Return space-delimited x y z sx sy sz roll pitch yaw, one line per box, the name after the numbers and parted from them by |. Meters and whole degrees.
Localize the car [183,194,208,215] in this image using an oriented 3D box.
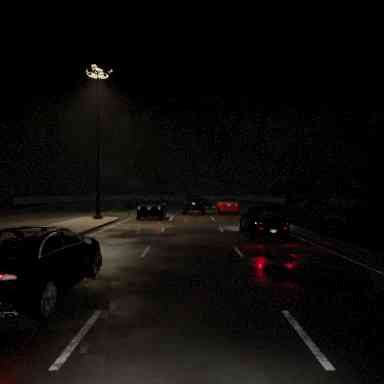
0.259 1.220 34.290 2.150 2.045 5.566 0 0 2 | car

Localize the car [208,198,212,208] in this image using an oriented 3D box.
1.513 1.491 44.102 2.128 1.511 4.902 0 0 12 | car

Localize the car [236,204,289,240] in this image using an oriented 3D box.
3.601 1.525 17.000 1.812 1.442 4.674 0 0 0 | car

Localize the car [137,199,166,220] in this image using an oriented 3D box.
-3.376 1.350 28.462 2.097 1.767 4.553 0 0 0 | car

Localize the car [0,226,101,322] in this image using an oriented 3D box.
-3.399 1.491 7.211 2.128 1.511 4.902 0 0 0 | car

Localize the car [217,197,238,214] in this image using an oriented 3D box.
3.799 1.351 35.413 2.097 1.767 4.553 0 0 2 | car
